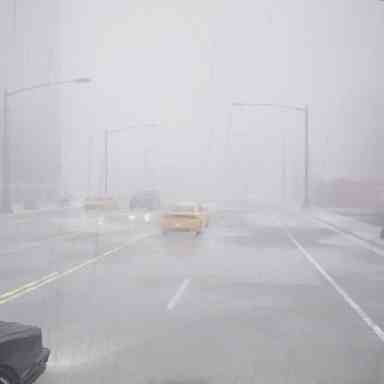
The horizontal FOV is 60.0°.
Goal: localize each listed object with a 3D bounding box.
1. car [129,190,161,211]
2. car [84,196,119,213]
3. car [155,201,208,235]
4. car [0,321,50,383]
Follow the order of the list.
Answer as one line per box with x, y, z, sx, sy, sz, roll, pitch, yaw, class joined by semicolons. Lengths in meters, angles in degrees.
-4.797;0.824;34.780;2.150;2.045;5.566;0;1;9;car
-8.726;1.122;32.402;1.882;1.535;5.008;0;1;9;car
-0.255;1.309;17.722;1.882;1.535;5.008;0;1;9;car
-2.884;1.547;1.376;2.033;1.411;5.357;0;0;9;car
